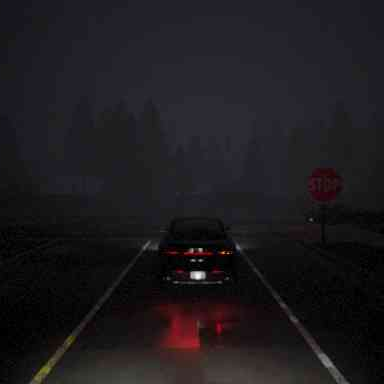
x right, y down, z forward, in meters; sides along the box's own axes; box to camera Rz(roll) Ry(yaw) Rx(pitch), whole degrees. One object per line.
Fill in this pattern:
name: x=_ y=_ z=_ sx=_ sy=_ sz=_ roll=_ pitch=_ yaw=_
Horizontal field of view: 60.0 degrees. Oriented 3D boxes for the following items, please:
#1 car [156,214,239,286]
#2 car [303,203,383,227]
car: x=0.125 y=1.369 z=9.024 sx=1.837 sy=1.490 sz=4.892 roll=0 pitch=1 yaw=0
car: x=9.285 y=1.342 z=19.907 sx=4.718 sy=1.301 sz=1.895 roll=0 pitch=1 yaw=-5
